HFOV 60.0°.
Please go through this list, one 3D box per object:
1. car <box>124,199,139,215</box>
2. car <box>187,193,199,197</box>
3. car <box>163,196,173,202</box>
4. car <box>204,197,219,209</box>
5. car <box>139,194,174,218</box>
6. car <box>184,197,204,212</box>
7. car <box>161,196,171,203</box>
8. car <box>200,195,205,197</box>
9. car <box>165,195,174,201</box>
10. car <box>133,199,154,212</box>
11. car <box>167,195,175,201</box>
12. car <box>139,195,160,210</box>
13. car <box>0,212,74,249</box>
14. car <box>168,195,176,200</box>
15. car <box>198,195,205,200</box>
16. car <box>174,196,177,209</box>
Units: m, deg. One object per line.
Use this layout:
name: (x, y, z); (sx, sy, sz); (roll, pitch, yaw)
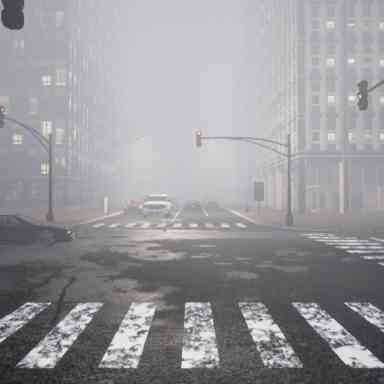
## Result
car: (-5.673, 1.453, 33.732); (1.967, 1.590, 4.097); (1, 0, 0)
car: (0.078, 1.250, 70.837); (2.150, 2.045, 5.566); (0, 0, 0)
car: (-5.674, 1.582, 78.333); (2.008, 1.369, 4.403); (1, 0, 0)
car: (2.704, 1.599, 44.944); (1.802, 1.307, 4.206); (1, 0, 0)
car: (-3.097, 1.233, 30.297); (2.150, 2.045, 5.566); (0, 0, 0)
car: (0.089, 1.579, 39.287); (1.994, 1.385, 4.181); (0, 0, 0)
car: (-5.675, 1.573, 72.758); (1.887, 1.381, 4.507); (1, 0, 0)
car: (2.706, 1.547, 56.269); (1.752, 1.417, 4.829); (1, 0, 0)
car: (-5.674, 1.578, 83.908); (1.887, 1.381, 4.507); (1, 0, 0)
car: (-5.676, 1.597, 39.307); (1.802, 1.307, 4.206); (1, 0, 0)
car: (-5.674, 1.587, 89.483); (2.008, 1.369, 4.403); (1, 0, 0)
car: (-5.671, 1.332, 44.882); (2.192, 1.841, 5.009); (1, 0, 0)
car: (-7.660, 1.544, 13.577); (5.357, 1.411, 2.033); (0, 0, -16)
car: (-5.675, 1.605, 95.059); (1.947, 1.339, 4.313); (1, 0, 0)
car: (2.706, 1.584, 95.140); (1.887, 1.381, 4.507); (1, 0, 0)
car: (-3.097, 1.541, 40.219); (1.812, 1.442, 4.674); (0, 0, 0)
